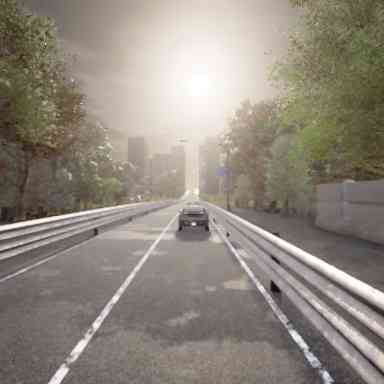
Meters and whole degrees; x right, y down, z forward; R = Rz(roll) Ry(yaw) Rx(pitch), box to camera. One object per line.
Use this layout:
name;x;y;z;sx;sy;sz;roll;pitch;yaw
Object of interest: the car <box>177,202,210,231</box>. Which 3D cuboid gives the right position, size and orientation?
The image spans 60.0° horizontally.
car;0.103;1.601;21.448;1.837;1.490;4.892;0;-1;0
